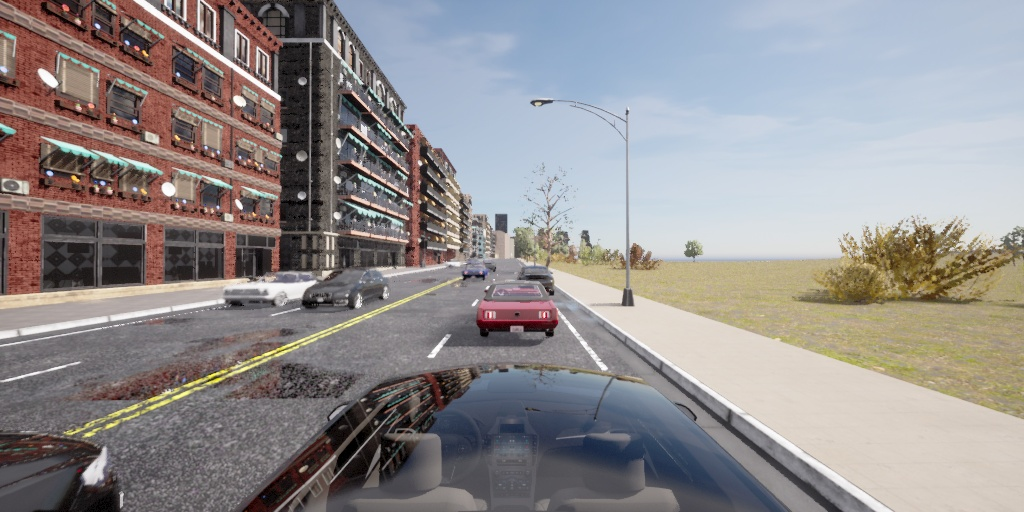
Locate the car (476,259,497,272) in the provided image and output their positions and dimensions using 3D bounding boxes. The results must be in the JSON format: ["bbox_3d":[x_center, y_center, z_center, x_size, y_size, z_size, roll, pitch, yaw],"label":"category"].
[{"bbox_3d":[-2.977,1.259,45.978,2.128,1.511,4.902,0,0,0],"label":"car"}]

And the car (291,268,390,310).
[{"bbox_3d":[-6.552,1.261,14.689,1.837,1.490,4.892,0,0,0],"label":"car"}]

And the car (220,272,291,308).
[{"bbox_3d":[-9.799,1.358,15.368,1.895,1.301,4.718,0,0,0],"label":"car"}]

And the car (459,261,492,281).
[{"bbox_3d":[-3.037,1.363,30.652,1.895,1.301,4.718,0,0,0],"label":"car"}]

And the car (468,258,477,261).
[{"bbox_3d":[-6.363,1.123,57.947,2.097,1.767,4.553,0,0,0],"label":"car"}]

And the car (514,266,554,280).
[{"bbox_3d":[1.206,1.264,19.469,1.837,1.490,4.892,0,0,0],"label":"car"}]

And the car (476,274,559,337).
[{"bbox_3d":[0.131,1.355,10.269,1.895,1.301,4.718,0,0,0],"label":"car"}]

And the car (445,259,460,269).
[{"bbox_3d":[-9.608,1.297,58.584,1.812,1.442,4.674,0,0,0],"label":"car"}]
